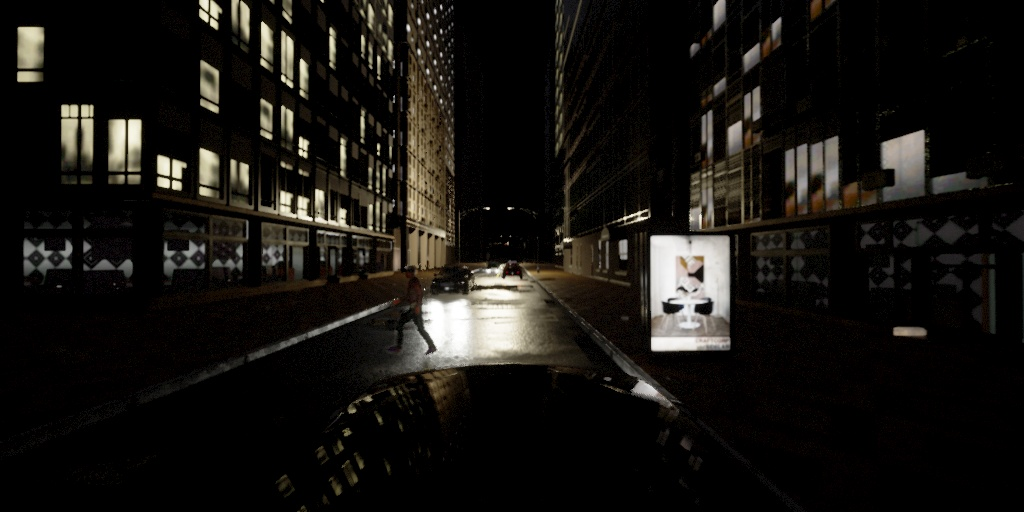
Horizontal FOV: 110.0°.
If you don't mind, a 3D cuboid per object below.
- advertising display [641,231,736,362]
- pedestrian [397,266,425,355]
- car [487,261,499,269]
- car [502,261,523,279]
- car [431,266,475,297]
[{"bbox_3d":[3.129,0.793,6.380,1.540,2.440,0.280,0,0,0],"label":"advertising display"},{"bbox_3d":[-2.021,1.063,7.198,0.375,1.860,0.375,0,0,-5],"label":"pedestrian"},{"bbox_3d":[-3.167,1.567,60.303,1.895,1.301,4.718,0,0,0],"label":"car"},{"bbox_3d":[0.044,1.400,34.694,1.812,1.442,4.674,0,-1,0],"label":"car"},{"bbox_3d":[-3.127,1.309,19.706,2.128,1.511,4.902,0,0,0],"label":"car"}]
